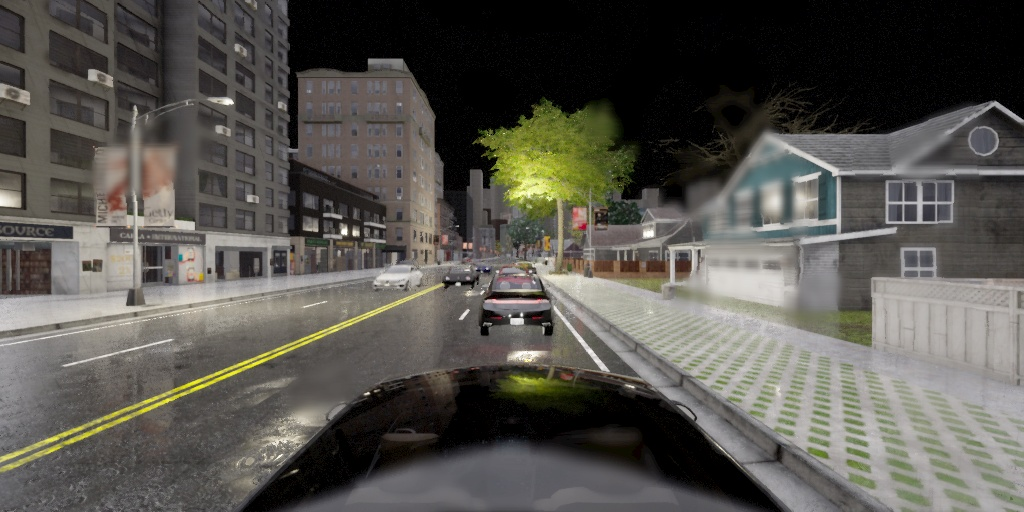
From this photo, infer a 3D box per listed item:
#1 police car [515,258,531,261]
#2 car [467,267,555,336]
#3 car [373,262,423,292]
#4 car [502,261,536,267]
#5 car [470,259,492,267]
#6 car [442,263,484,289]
[{"bbox_3d":[0.999,1.156,29.631,1.930,1.638,5.238,0,0,0],"label":"police car"},{"bbox_3d":[0.110,1.239,10.398,2.128,1.511,4.902,0,0,0],"label":"car"},{"bbox_3d":[-6.582,1.266,21.241,1.812,1.442,4.674,0,0,0],"label":"car"},{"bbox_3d":[0.116,1.219,19.901,1.882,1.535,5.008,0,0,0],"label":"car"},{"bbox_3d":[-3.119,1.320,38.975,1.895,1.301,4.718,0,0,0],"label":"car"},{"bbox_3d":[-3.131,1.339,23.158,1.895,1.301,4.718,0,0,0],"label":"car"}]
